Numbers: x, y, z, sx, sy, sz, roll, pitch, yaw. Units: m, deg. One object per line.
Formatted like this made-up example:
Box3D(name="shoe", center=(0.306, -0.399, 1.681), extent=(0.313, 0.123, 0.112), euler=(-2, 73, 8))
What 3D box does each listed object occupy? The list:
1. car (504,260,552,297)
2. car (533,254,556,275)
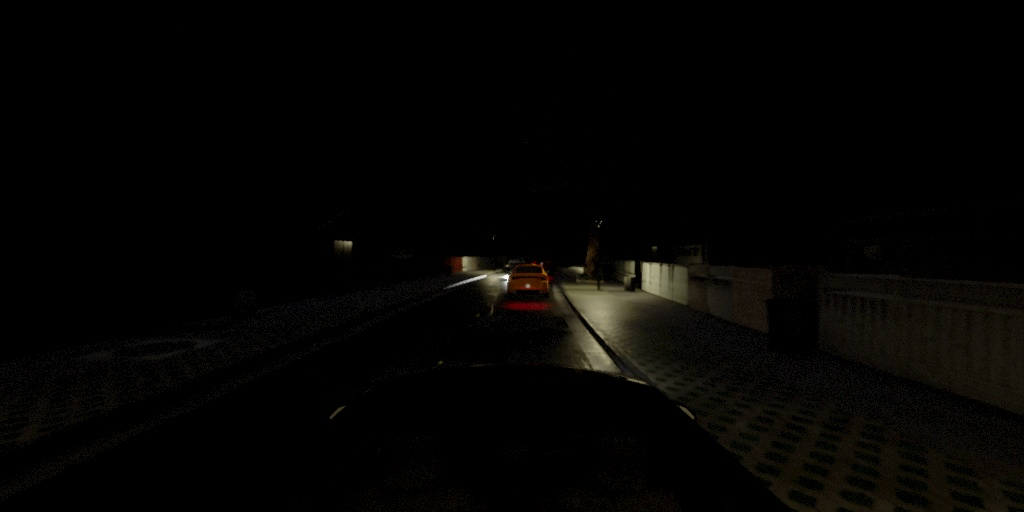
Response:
Box3D(name="car", center=(0.892, 1.146, 18.233), extent=(1.882, 1.535, 5.008), euler=(0, 0, 4))
Box3D(name="car", center=(3.311, 0.801, 36.948), extent=(2.150, 2.045, 5.566), euler=(0, 0, 10))
